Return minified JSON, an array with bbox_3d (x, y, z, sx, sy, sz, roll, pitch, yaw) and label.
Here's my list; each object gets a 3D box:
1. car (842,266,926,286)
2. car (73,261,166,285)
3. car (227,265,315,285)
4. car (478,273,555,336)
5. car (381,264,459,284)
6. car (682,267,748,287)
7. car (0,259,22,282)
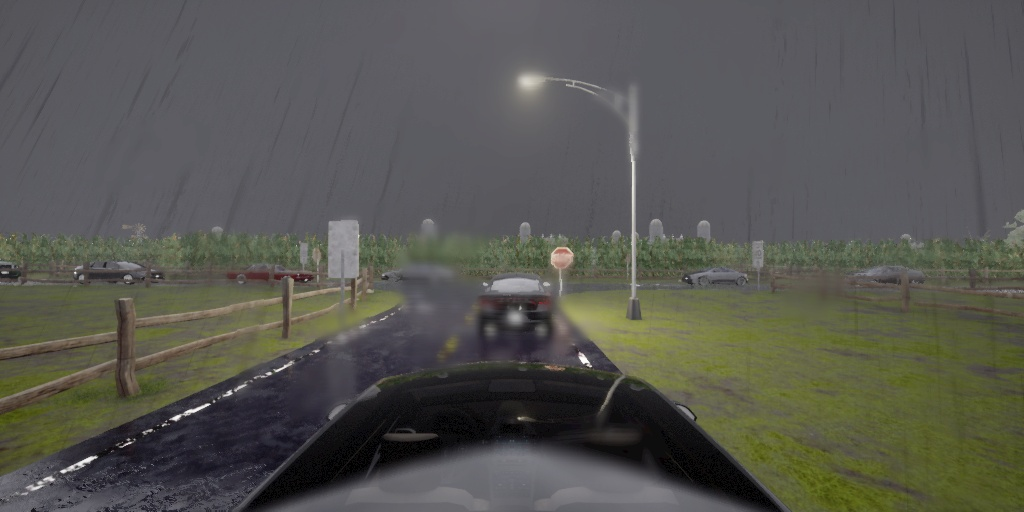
[{"bbox_3d":[26.882,1.498,26.024,4.902,1.511,2.128,1,-1,0],"label":"car"},{"bbox_3d":[-25.609,1.066,23.463,4.892,1.490,1.837,0,-1,1],"label":"car"},{"bbox_3d":[-15.569,1.229,23.353,4.718,1.301,1.895,0,-1,2],"label":"car"},{"bbox_3d":[0.152,1.230,10.478,1.882,1.535,5.008,0,0,2],"label":"car"},{"bbox_3d":[-6.664,1.288,26.272,5.357,1.411,2.033,0,-1,0],"label":"car"},{"bbox_3d":[14.719,1.470,26.116,4.181,1.385,1.994,0,-1,1],"label":"car"},{"bbox_3d":[-35.973,0.717,23.549,5.566,2.045,2.150,0,-1,1],"label":"car"}]
